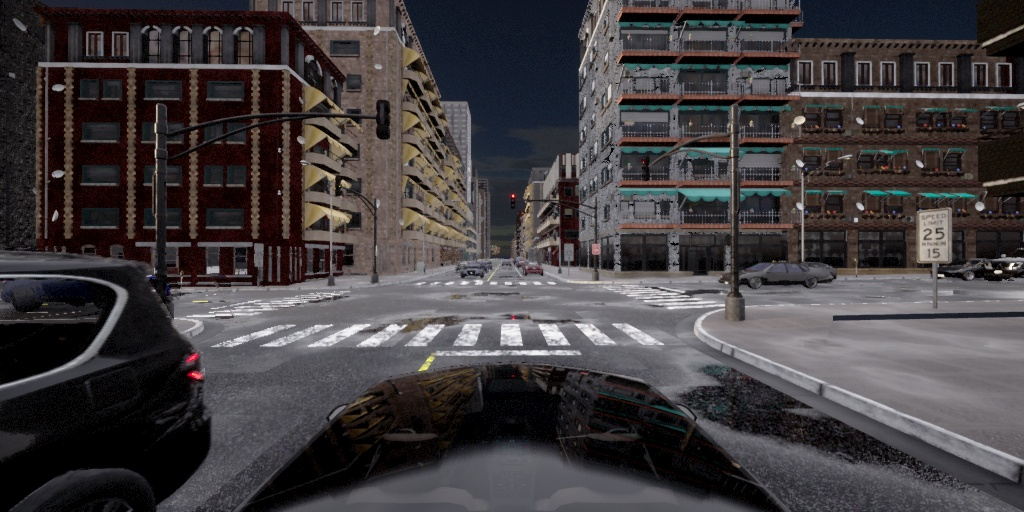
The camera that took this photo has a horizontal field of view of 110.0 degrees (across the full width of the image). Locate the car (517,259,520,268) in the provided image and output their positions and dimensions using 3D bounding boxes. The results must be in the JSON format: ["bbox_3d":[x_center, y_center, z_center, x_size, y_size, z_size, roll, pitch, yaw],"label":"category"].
[{"bbox_3d":[2.025,1.309,42.273,2.007,1.370,4.403,0,0,-1],"label":"car"}]

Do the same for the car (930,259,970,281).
[{"bbox_3d":[29.262,0.832,22.681,4.313,1.339,1.948,0,0,-1],"label":"car"}]

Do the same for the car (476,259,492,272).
[{"bbox_3d":[-3.783,1.360,43.531,1.895,1.301,4.718,0,0,-1],"label":"car"}]

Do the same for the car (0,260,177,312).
[{"bbox_3d":[-18.657,1.244,15.855,5.566,2.045,2.150,-1,0,-1],"label":"car"}]

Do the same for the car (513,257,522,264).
[{"bbox_3d":[1.655,1.350,64.407,1.802,1.307,4.207,0,0,-1],"label":"car"}]

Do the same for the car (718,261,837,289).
[{"bbox_3d":[14.446,1.042,19.771,5.357,1.411,2.033,-1,0,-1],"label":"car"}]

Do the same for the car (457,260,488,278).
[{"bbox_3d":[-3.619,1.320,33.638,1.994,1.385,4.181,0,0,-1],"label":"car"}]

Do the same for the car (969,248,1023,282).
[{"bbox_3d":[29.925,0.462,20.106,5.566,2.045,2.150,-2,0,-1],"label":"car"}]

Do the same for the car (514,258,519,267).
[{"bbox_3d":[1.747,1.347,58.874,1.802,1.307,4.207,0,0,-1],"label":"car"}]

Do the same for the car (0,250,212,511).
[{"bbox_3d":[-3.125,0.973,0.171,2.150,2.045,5.566,0,0,-2],"label":"car"}]

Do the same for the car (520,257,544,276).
[{"bbox_3d":[2.118,1.197,36.740,1.967,1.591,4.097,0,0,-1],"label":"car"}]
